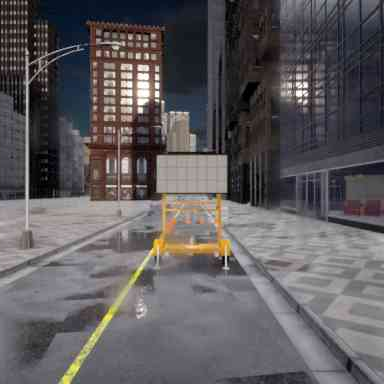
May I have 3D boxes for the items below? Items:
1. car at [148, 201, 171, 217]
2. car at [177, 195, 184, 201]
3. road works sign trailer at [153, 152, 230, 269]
[{"bbox_3d":[-3.008,1.544,31.310,1.812,1.442,4.674,0,0,0],"label":"car"},{"bbox_3d":[-3.024,1.692,91.087,2.128,1.511,4.902,0,0,0],"label":"car"},{"bbox_3d":[-0.002,0.465,11.085,2.380,3.560,2.880,0,0,0],"label":"road works sign trailer"}]
